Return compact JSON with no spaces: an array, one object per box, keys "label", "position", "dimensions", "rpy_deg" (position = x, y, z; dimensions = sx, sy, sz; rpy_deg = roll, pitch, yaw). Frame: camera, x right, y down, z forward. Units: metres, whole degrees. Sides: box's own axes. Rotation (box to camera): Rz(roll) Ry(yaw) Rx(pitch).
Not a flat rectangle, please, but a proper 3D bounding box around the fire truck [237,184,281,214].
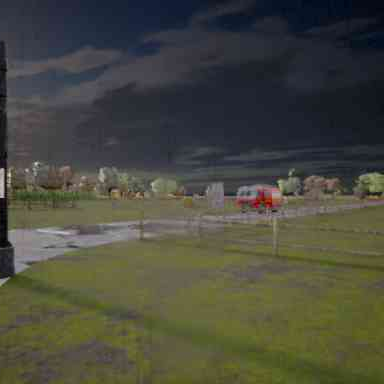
[{"label":"fire truck","position":[9.249,0.939,45.048],"dimensions":[2.891,3.827,8.468],"rpy_deg":[-1,-1,36]}]
